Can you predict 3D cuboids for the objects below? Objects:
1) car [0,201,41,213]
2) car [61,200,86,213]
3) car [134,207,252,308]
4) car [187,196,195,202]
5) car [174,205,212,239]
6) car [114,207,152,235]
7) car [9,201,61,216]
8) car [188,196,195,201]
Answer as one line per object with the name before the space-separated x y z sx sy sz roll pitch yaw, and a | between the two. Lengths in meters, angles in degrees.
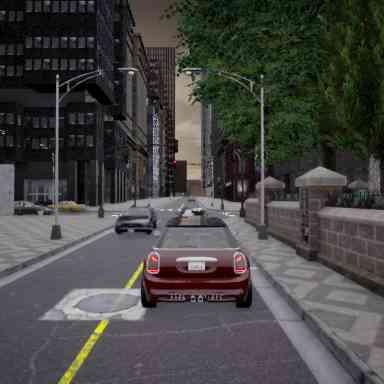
car | -20.195 1.708 38.697 4.403 1.369 2.008 0 -1 0
car | -14.853 1.676 38.680 4.829 1.417 1.752 0 -1 0
car | 0.081 1.357 8.102 2.097 1.767 4.553 0 0 0
car | -0.173 1.732 79.721 2.033 1.411 5.357 0 0 0
car | 0.058 1.542 18.228 1.812 1.442 4.674 0 0 0
car | -3.037 1.565 19.231 2.033 1.411 5.357 0 0 0
car | -14.702 1.518 30.156 4.403 1.369 2.008 0 -1 0
car | -0.196 1.712 90.140 1.812 1.442 4.674 0 0 0
